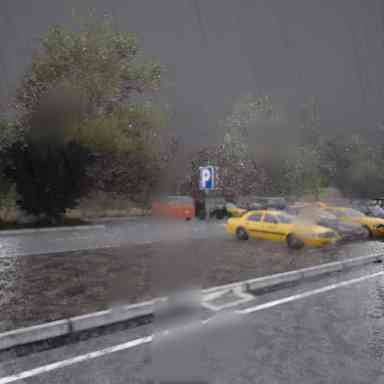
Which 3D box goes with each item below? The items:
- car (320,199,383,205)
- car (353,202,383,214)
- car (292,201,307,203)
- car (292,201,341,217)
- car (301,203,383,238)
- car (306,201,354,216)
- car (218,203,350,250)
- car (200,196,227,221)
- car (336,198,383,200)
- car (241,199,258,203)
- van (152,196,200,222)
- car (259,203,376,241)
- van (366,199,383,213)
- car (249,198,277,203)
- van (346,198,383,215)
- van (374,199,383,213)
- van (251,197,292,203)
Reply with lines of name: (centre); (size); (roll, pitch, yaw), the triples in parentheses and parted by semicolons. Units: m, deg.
car: (10.416, 1.502, 19.725); (2.185, 1.767, 4.553); (1, -1, -35)
car: (25.570, 2.181, 46.548); (2.097, 1.535, 5.008); (1, -1, -35)
car: (9.803, 1.668, 35.271); (2.185, 1.767, 4.553); (1, -1, -35)
car: (14.298, 1.904, 38.505); (2.097, 1.535, 5.008); (1, -1, -35)
car: (8.167, 1.579, 18.093); (2.097, 1.535, 5.008); (1, -1, -35)
car: (16.554, 1.961, 40.112); (2.231, 1.521, 4.892); (1, -1, -35)
car: (3.766, 1.504, 14.722); (1.946, 1.575, 5.366); (1, -1, -35)
car: (0.750, 1.329, 28.895); (2.435, 2.045, 5.566); (1, -1, -35)
car: (12.710, 1.429, 21.286); (2.435, 2.045, 5.566); (1, -1, -35)
car: (3.125, 1.626, 30.325); (1.946, 1.575, 5.366); (1, -1, -35)
van: (-1.657, 1.313, 27.290); (1.878, 1.987, 4.442); (1, -1, -35)
car: (5.910, 1.540, 16.484); (2.231, 1.521, 4.892); (1, -1, -35)
van: (27.779, 2.023, 47.972); (1.878, 1.987, 4.442); (2, -1, -35)
car: (5.275, 1.684, 32.076); (2.231, 1.521, 4.892); (1, -1, -35)
van: (23.389, 1.900, 44.844); (1.878, 1.987, 4.442); (1, -1, -35)
van: (30.006, 2.128, 49.845); (1.878, 1.987, 4.442); (3, -1, -35)
van: (7.463, 1.512, 33.786); (1.878, 1.987, 4.442); (1, -1, -35)
